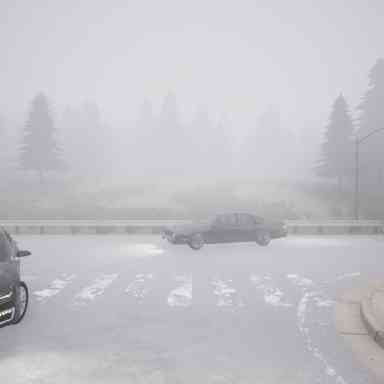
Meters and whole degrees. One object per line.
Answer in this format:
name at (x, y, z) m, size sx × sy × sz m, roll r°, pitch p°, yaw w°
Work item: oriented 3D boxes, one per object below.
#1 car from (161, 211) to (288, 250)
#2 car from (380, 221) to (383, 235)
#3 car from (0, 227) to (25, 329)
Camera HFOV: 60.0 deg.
car at (1.458, 1.547, 14.265) m, size 5.357 × 1.411 × 2.033 m, roll 0°, pitch 0°, yaw -20°
car at (11.237, 1.491, 15.144) m, size 4.902 × 1.511 × 2.128 m, roll 0°, pitch 0°, yaw 0°
car at (-4.457, 1.505, 6.624) m, size 1.837 × 1.490 × 4.892 m, roll 0°, pitch 0°, yaw -28°
